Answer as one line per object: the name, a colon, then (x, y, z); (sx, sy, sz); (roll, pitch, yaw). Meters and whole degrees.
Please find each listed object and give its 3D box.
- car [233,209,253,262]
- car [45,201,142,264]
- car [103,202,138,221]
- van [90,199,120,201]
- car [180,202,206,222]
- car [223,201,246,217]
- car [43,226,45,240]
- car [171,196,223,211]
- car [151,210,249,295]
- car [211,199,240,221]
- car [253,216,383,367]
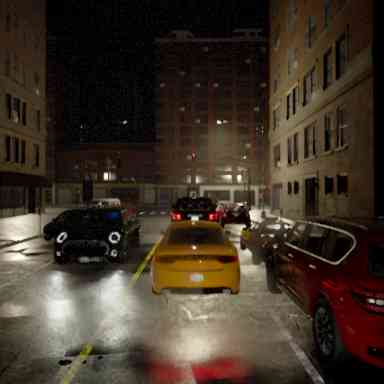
car: (2.684, 1.526, 11.395); (1.752, 1.417, 4.829); (1, 0, 0)
car: (-3.088, 1.353, 11.792); (2.097, 1.767, 4.553); (0, 0, 0)
car: (-5.827, 1.555, 27.681); (1.887, 1.381, 4.507); (1, 0, 0)
van: (-5.830, 1.348, 22.199); (1.690, 1.788, 3.998); (1, 0, 0)
car: (0.104, 1.574, 27.102); (1.994, 1.385, 4.181); (0, 0, 1)
car: (2.694, 1.447, 22.190); (1.967, 1.590, 4.097); (1, 0, 0)
car: (-5.837, 1.569, 16.716); (1.947, 1.339, 4.313); (1, 0, 0)
car: (0.117, 1.225, 16.633); (2.150, 2.045, 5.566); (0, 0, 0)
car: (0.060, 1.477, 8.771); (1.882, 1.535, 5.008); (0, 0, -1)
car: (2.699, 1.451, 27.673); (1.967, 1.590, 4.097); (1, 0, 0)
car: (2.682, 1.314, 5.741); (2.192, 1.841, 5.009); (1, 0, 0)
